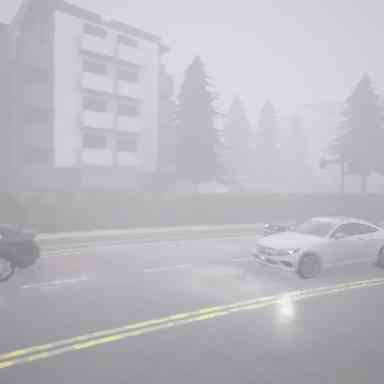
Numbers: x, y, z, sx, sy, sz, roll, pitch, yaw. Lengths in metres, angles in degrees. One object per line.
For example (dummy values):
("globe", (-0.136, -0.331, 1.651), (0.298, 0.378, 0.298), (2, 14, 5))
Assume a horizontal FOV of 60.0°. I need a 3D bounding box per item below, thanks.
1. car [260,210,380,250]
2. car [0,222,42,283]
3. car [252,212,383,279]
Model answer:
("car", (5.457, 1.530, 14.221), (4.718, 1.301, 1.895), (0, 0, -20))
("car", (-6.218, 1.413, 7.802), (4.892, 1.490, 1.837), (0, 0, -35))
("car", (4.012, 1.477, 9.781), (4.674, 1.442, 1.812), (0, 0, -24))
